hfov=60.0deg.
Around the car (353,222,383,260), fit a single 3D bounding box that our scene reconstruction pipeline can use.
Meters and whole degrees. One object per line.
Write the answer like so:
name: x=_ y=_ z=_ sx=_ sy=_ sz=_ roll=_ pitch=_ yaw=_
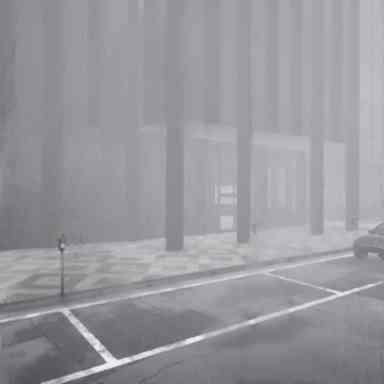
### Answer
car: x=7.584 y=1.687 z=11.941 sx=4.313 sy=1.339 sz=1.947 roll=1 pitch=-1 yaw=-35
